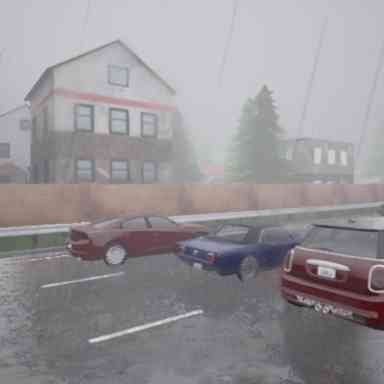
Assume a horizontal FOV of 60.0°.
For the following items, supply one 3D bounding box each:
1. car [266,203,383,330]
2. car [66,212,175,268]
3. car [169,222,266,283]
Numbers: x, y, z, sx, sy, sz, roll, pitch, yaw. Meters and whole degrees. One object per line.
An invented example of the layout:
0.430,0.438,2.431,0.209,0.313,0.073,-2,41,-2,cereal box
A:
3.858,1.257,6.501,4.553,1.767,2.097,-1,1,-35,car
-1.585,1.406,11.215,5.008,1.535,1.882,-1,0,-36,car
1.943,1.503,9.434,4.718,1.301,1.895,-1,1,-36,car
